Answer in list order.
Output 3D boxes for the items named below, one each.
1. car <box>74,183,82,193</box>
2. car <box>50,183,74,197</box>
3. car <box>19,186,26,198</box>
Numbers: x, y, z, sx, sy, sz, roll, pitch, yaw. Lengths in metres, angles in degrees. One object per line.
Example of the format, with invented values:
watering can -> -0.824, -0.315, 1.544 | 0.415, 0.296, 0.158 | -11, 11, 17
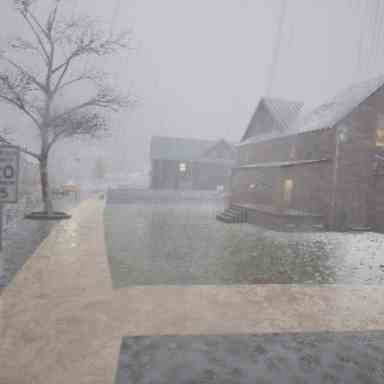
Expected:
car -> -17.623, -0.647, 49.269 | 1.882, 1.535, 5.008 | 3, 1, -9
car -> -15.695, -0.161, 39.333 | 1.895, 1.301, 4.718 | 3, 1, -11
car -> -16.821, 0.007, 30.396 | 1.895, 1.301, 4.718 | 3, 2, -12
